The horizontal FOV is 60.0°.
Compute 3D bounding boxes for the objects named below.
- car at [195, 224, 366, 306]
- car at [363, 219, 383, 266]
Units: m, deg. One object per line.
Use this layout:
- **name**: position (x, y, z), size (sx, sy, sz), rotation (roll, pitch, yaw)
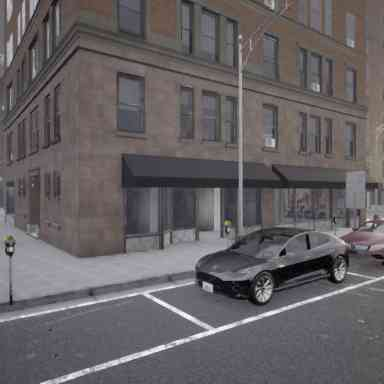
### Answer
- **car**: position (2.088, 1.566, 8.056), size (4.313, 1.339, 1.947), rotation (0, 0, -36)
- **car**: position (6.550, 1.582, 11.274), size (4.206, 1.307, 1.802), rotation (0, 0, -36)
